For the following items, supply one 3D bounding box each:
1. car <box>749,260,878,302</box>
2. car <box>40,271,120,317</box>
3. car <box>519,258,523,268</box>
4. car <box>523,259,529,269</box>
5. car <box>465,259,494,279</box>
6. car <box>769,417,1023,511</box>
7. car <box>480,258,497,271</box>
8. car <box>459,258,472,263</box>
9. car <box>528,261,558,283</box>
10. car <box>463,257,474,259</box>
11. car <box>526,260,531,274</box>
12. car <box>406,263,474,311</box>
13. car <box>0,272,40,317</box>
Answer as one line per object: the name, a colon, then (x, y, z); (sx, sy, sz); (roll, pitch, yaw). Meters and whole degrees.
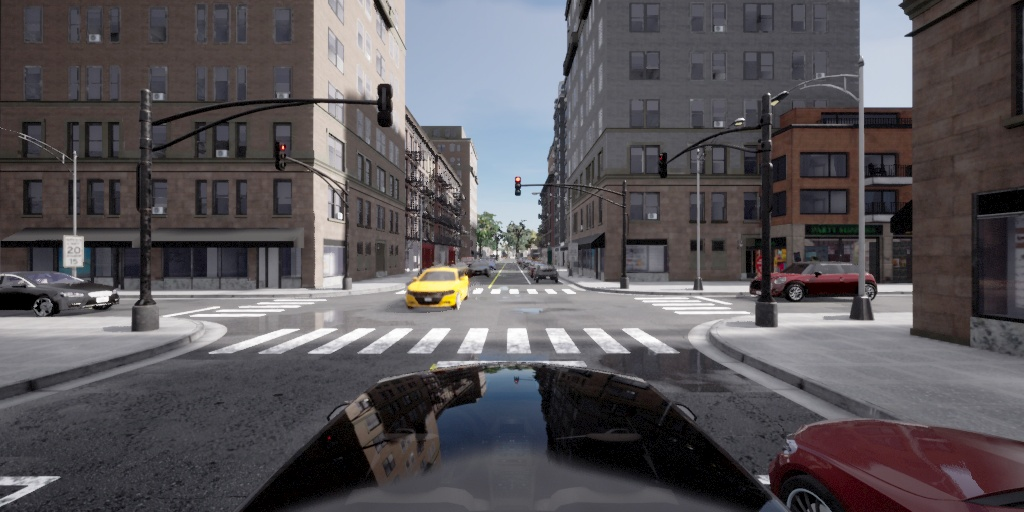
car: (13.218, 1.036, 15.958); (4.553, 1.767, 2.097); (0, 0, 0)
car: (-17.101, 1.309, 12.882); (4.902, 1.511, 2.128); (0, 0, 1)
car: (2.484, 1.304, 55.184); (2.007, 1.370, 4.403); (0, 0, 0)
car: (2.532, 1.302, 38.739); (2.007, 1.370, 4.403); (0, 0, 0)
car: (-2.939, 1.258, 33.242); (1.837, 1.490, 4.892); (0, -1, 0)
car: (2.641, 1.332, 0.767); (1.802, 1.307, 4.207); (0, 0, 0)
car: (-2.976, 1.300, 47.976); (2.033, 1.411, 5.357); (0, 0, 0)
car: (-5.517, 1.277, 38.545); (1.751, 1.417, 4.829); (0, 0, 0)
car: (2.563, 1.301, 27.775); (2.007, 1.370, 4.403); (0, 0, 0)
car: (-5.531, 1.067, 44.198); (2.192, 1.841, 5.009); (0, 0, 0)
car: (2.547, 1.296, 33.257); (1.888, 1.381, 4.507); (0, 0, 0)
car: (-2.892, 1.235, 14.834); (1.882, 1.535, 5.008); (0, 0, 0)
car: (-5.398, 1.064, 0.745); (2.192, 1.841, 5.009); (0, 0, 0)
